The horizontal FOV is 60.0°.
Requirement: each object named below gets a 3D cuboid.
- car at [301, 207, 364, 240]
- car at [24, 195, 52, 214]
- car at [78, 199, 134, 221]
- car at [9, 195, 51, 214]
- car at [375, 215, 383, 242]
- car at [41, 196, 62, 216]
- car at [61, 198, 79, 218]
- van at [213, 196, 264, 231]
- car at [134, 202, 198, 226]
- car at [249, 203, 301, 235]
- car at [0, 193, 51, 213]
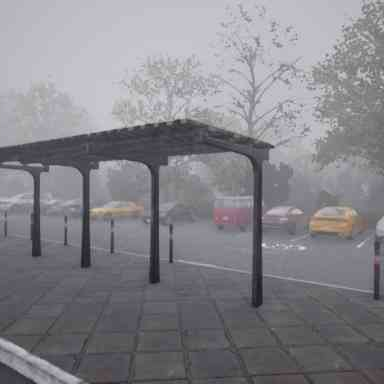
[{"bbox_3d":[7.603,1.501,17.284,2.097,1.535,5.008,0,0,35],"label":"car"},{"bbox_3d":[-12.763,1.371,31.750,2.097,1.535,5.008,0,0,35],"label":"car"},{"bbox_3d":[-6.083,1.411,26.776,1.946,1.575,5.366,0,0,35],"label":"car"},{"bbox_3d":[-15.026,1.356,33.357,2.097,1.535,5.008,0,0,35],"label":"car"},{"bbox_3d":[9.867,1.556,15.680,2.002,1.452,4.674,0,0,35],"label":"car"},{"bbox_3d":[-10.498,1.386,30.145,2.231,1.521,4.892,0,0,35],"label":"car"},{"bbox_3d":[-8.222,1.429,28.557,2.163,1.488,4.792,0,0,35],"label":"car"},{"bbox_3d":[3.146,1.246,20.596,1.878,1.987,4.442,0,0,35],"label":"van"},{"bbox_3d":[-1.465,1.472,23.690,2.163,1.488,4.792,0,0,35],"label":"car"},{"bbox_3d":[5.339,1.526,18.893,2.002,1.452,4.674,0,0,35],"label":"car"},{"bbox_3d":[-17.309,1.091,34.935,2.435,2.045,5.566,0,0,35],"label":"car"}]
